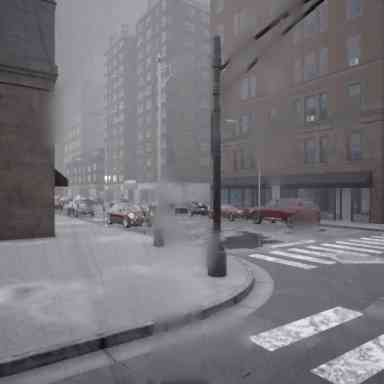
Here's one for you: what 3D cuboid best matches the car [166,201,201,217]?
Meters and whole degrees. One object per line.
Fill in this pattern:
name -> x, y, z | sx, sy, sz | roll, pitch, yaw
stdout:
car -> -0.241, 1.557, 31.252 | 1.947, 1.339, 4.313 | 0, 0, -35

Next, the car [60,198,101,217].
car -> -10.379, 1.533, 30.851 | 2.008, 1.369, 4.403 | 0, 0, -35

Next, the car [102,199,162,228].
car -> -4.025, 1.434, 21.810 | 1.967, 1.590, 4.097 | 0, 0, -35

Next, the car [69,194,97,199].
car -> -16.169, 1.442, 49.110 | 1.882, 1.535, 5.008 | 0, 0, -35

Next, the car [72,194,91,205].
car -> -19.906, 1.305, 59.676 | 2.097, 1.767, 4.553 | 0, 0, -35

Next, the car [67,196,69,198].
car -> -21.537, 1.479, 56.753 | 1.812, 1.442, 4.674 | 0, 0, -35

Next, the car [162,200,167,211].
car -> -3.417, 1.536, 35.772 | 2.008, 1.369, 4.403 | 0, 0, -35

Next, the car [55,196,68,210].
car -> -16.733, 1.515, 39.892 | 1.887, 1.381, 4.507 | 0, 0, -35

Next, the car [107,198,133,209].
car -> -9.769, 1.539, 44.810 | 1.947, 1.339, 4.313 | 0, 0, -35

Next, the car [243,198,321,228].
car -> 6.112, 1.317, 22.214 | 2.192, 1.841, 5.009 | 0, 0, -35

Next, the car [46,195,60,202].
car -> -32.001, 1.478, 76.444 | 2.008, 1.369, 4.403 | 0, 0, -35

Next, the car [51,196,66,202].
car -> -28.825, 1.485, 71.925 | 2.008, 1.369, 4.403 | 0, 0, -35

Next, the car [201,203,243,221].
car -> 2.936, 1.579, 26.733 | 1.802, 1.307, 4.206 | 0, 0, -35

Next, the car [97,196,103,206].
car -> -15.871, 1.465, 53.992 | 1.837, 1.490, 4.892 | 0, 0, -35
